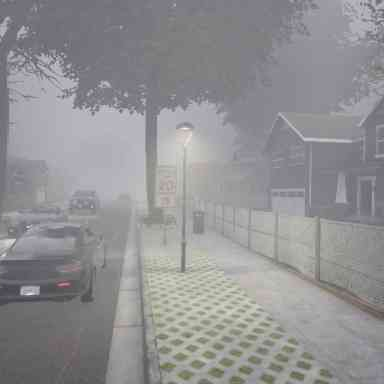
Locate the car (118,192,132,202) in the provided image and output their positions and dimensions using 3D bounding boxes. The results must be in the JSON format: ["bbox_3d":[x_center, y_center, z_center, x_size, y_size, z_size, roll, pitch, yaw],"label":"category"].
[{"bbox_3d":[-10.515,0.800,51.926,1.837,1.490,4.892,1,1,-10],"label":"car"}]

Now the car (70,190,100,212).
[{"bbox_3d":[-9.863,0.806,30.752,2.150,2.045,5.566,1,0,-9],"label":"car"}]

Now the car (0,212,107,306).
[{"bbox_3d":[-3.063,1.439,7.768,1.812,1.442,4.674,1,1,-10],"label":"car"}]

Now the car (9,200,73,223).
[{"bbox_3d":[-7.440,1.333,16.408,1.994,1.385,4.181,1,1,-11],"label":"car"}]
